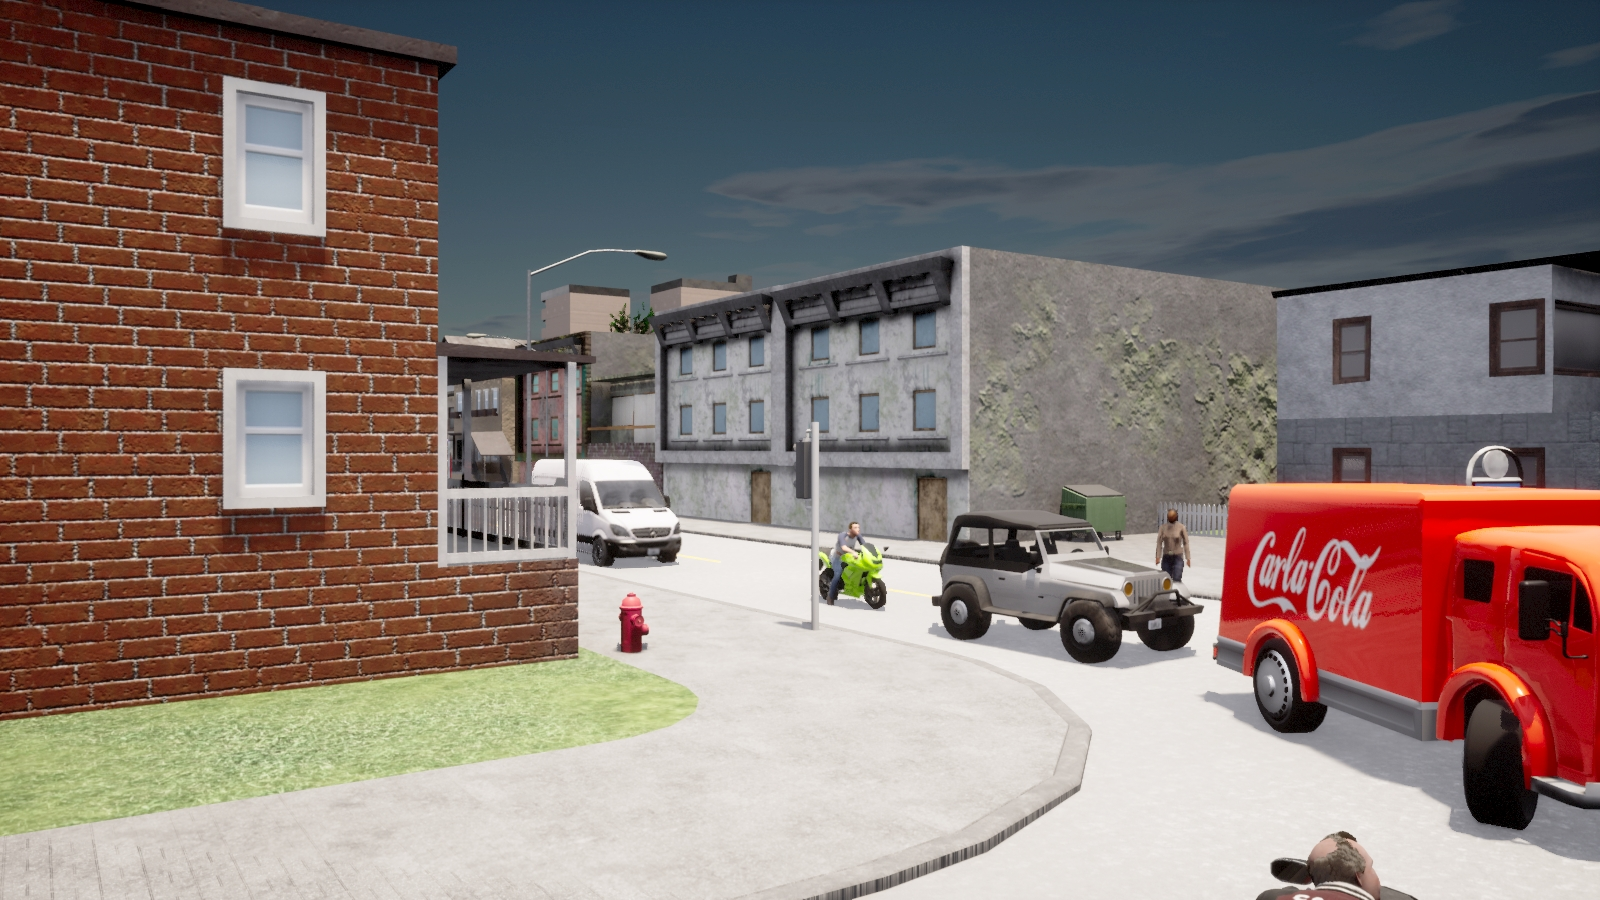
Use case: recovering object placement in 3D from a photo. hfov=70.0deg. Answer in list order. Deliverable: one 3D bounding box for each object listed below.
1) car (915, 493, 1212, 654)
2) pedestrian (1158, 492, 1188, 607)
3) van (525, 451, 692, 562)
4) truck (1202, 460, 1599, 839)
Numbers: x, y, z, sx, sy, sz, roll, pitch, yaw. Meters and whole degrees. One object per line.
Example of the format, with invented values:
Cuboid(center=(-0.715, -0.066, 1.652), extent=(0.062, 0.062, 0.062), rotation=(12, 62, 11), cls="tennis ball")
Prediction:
Cuboid(center=(3.680, 1.637, 16.521), extent=(1.905, 1.878, 3.866), rotation=(0, 0, -36), cls="car")
Cuboid(center=(6.186, 1.628, 18.930), extent=(0.375, 1.860, 0.375), rotation=(0, 0, 35), cls="pedestrian")
Cuboid(center=(-5.089, 1.314, 29.508), extent=(1.988, 2.561, 5.915), rotation=(0, 0, -34), cls="van")
Cuboid(center=(6.068, 1.349, 10.312), extent=(2.627, 2.467, 5.204), rotation=(0, 0, -6), cls="truck")
